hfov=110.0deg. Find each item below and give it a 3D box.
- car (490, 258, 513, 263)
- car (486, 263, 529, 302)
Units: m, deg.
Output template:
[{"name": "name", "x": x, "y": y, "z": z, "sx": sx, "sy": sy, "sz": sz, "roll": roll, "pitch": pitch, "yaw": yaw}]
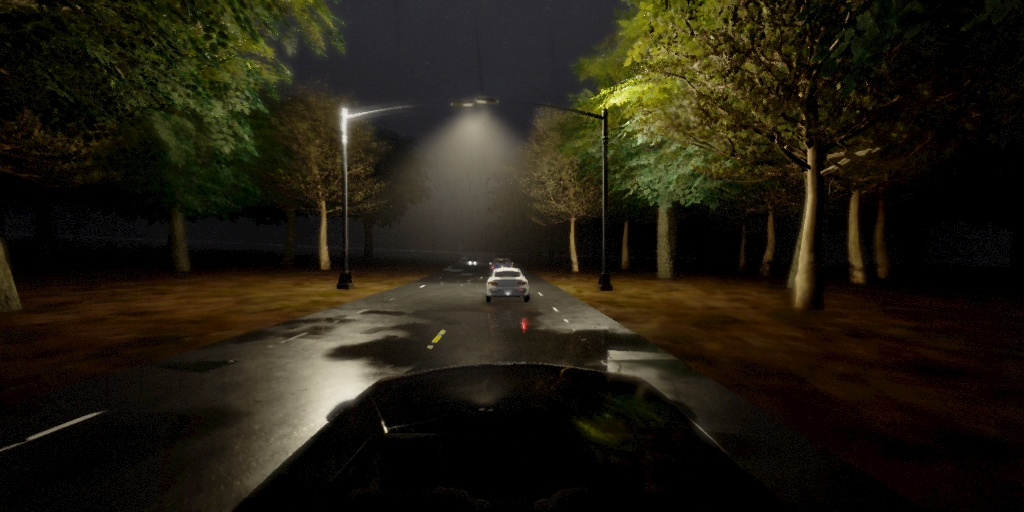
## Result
[{"name": "car", "x": -0.909, "y": 0.966, "z": 31.615, "sx": 2.097, "sy": 1.767, "sz": 4.553, "roll": 0, "pitch": 0, "yaw": -3}, {"name": "car", "x": -0.233, "y": 1.249, "z": 16.606, "sx": 1.812, "sy": 1.442, "sz": 4.674, "roll": 0, "pitch": 0, "yaw": -2}]
